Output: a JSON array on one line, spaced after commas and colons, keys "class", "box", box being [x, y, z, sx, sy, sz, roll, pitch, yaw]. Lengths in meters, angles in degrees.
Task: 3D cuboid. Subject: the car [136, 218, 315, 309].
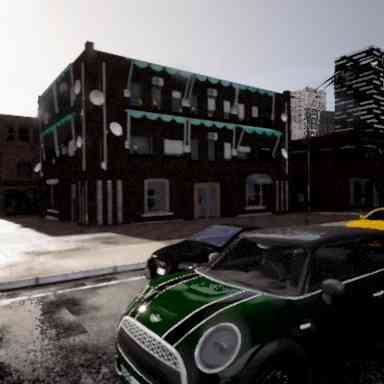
[{"class": "car", "box": [0.953, 1.524, 8.361, 4.181, 1.385, 1.994, -1, 0, -36]}]

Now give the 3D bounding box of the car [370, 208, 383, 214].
[{"class": "car", "box": [8.205, 1.372, 13.538, 5.008, 1.535, 1.882, -1, 0, -36]}]

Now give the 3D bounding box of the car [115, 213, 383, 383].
[{"class": "car", "box": [1.288, 1.326, 4.607, 4.553, 1.767, 2.097, -1, 0, -36]}]
